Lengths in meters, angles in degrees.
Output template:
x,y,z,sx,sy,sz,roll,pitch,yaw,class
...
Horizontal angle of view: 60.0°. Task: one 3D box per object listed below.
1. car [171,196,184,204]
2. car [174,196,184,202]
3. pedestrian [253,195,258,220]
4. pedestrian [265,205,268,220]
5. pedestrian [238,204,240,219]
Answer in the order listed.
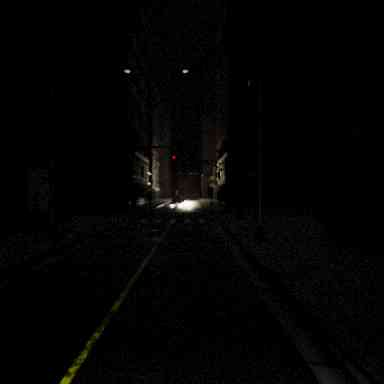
x,y,z,sx,sy,sz,roll,pitch,yaw,class
-3.018,1.682,64.007,1.895,1.301,4.718,0,0,0,car
-3.005,1.616,79.545,2.128,1.511,4.902,0,0,0,car
4.634,1.163,24.570,0.375,1.860,0.375,0,0,0,pedestrian
5.633,1.534,25.169,0.500,1.100,0.500,0,0,0,pedestrian
3.633,1.166,25.770,0.375,1.860,0.375,0,0,0,pedestrian
